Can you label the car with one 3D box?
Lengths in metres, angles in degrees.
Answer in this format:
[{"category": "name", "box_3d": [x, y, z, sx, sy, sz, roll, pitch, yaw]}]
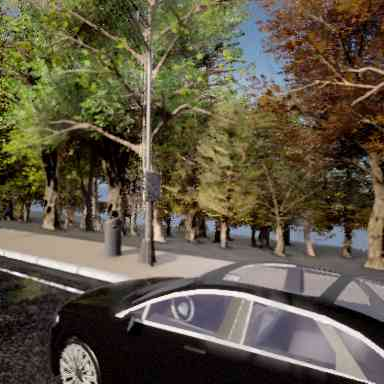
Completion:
[{"category": "car", "box_3d": [0.561, 1.482, 3.283, 4.902, 1.511, 2.128, 1, 0, 35]}]
